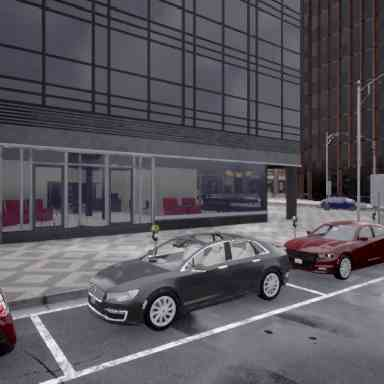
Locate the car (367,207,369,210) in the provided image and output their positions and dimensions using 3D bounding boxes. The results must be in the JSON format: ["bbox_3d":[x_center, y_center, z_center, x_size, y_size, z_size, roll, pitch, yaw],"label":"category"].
[{"bbox_3d":[9.026,1.441,13.106,4.097,1.590,1.967,0,0,-36],"label":"car"}]

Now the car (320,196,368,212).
[{"bbox_3d":[15.247,1.190,33.487,1.812,1.442,4.674,0,1,-36],"label":"car"}]

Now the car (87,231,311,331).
[{"bbox_3d":[0.147,1.551,6.760,4.403,1.369,2.008,0,0,-36],"label":"car"}]

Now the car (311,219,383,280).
[{"bbox_3d":[4.586,1.545,9.933,4.507,1.381,1.887,0,0,-36],"label":"car"}]

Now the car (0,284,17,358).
[{"bbox_3d":[-4.293,1.440,3.587,4.097,1.590,1.967,0,0,-36],"label":"car"}]
